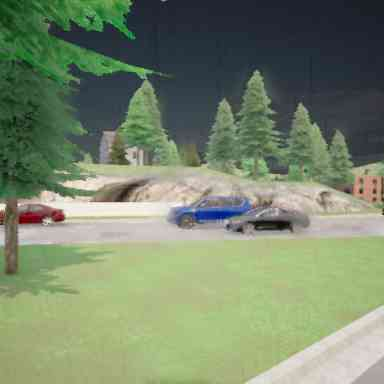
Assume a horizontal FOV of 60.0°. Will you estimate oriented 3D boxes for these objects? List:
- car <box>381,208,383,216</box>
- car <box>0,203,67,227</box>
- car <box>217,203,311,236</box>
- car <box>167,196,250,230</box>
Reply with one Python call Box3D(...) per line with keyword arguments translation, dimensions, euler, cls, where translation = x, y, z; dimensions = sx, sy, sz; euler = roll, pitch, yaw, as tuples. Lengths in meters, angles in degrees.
Box3D(translation=(20.550, 1.682, 32.337), dimensions=(4.892, 1.490, 1.837), euler=(1, 0, -27), cls="car")
Box3D(translation=(-11.121, 1.514, 22.371), dimensions=(5.008, 1.535, 1.882), euler=(0, 0, -15), cls="car")
Box3D(translation=(4.187, 1.568, 18.631), dimensions=(4.902, 1.511, 2.128), euler=(0, 0, -13), cls="car")
Box3D(translation=(1.227, 1.296, 21.466), dimensions=(5.566, 2.045, 2.150), euler=(0, 0, -12), cls="car")
